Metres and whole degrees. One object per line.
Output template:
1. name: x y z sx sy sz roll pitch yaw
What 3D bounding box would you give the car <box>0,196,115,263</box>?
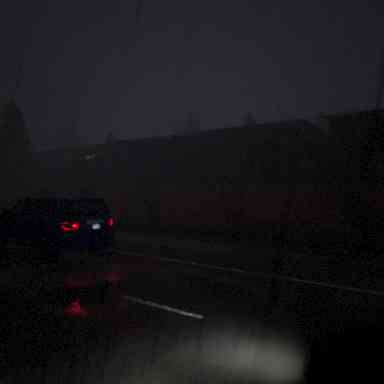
1. car: -5.191 1.161 11.996 5.566 2.045 2.150 0 0 36

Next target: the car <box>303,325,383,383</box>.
1. car: 3.011 1.534 1.845 4.674 1.442 1.812 0 0 35
